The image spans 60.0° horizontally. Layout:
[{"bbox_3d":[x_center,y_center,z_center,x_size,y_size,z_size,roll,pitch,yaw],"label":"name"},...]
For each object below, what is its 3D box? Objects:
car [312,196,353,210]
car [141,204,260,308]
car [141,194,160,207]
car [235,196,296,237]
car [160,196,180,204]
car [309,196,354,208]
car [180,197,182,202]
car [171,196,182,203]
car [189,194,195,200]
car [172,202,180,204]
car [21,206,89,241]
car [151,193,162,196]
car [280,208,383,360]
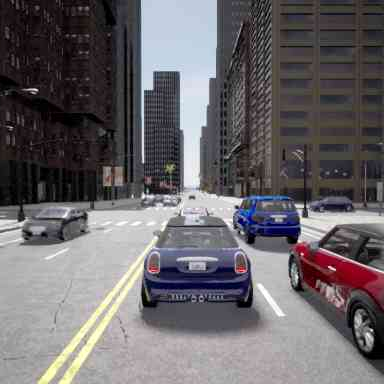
[{"bbox_3d":[16.678,1.323,39.578,4.097,1.590,1.967,0,1,0],"label":"car"},{"bbox_3d":[0.095,1.348,8.084,2.097,1.767,4.553,0,0,0],"label":"car"},{"bbox_3d":[-6.595,1.456,50.884,2.128,1.511,4.902,0,0,0],"label":"car"},{"bbox_3d":[3.352,1.211,15.835,2.150,2.045,5.566,0,0,-2],"label":"car"},{"bbox_3d":[-3.346,1.565,51.532,1.895,1.301,4.718,0,0,3],"label":"car"},{"bbox_3d":[15.352,1.277,36.877,4.553,1.767,2.097,0,1,-1],"label":"car"},{"bbox_3d":[-3.319,1.525,60.912,1.994,1.385,4.181,0,0,1],"label":"car"},{"bbox_3d":[-3.251,1.510,70.761,1.994,1.385,4.181,0,0,0],"label":"car"},{"bbox_3d":[-0.001,1.456,92.237,1.837,1.490,4.892,0,0,0],"label":"car"},{"bbox_3d":[0.093,1.480,17.023,2.128,1.511,4.902,0,0,0],"label":"car"},{"bbox_3d":[-6.600,1.480,16.576,2.128,1.511,4.902,0,0,0],"label":"car"},{"bbox_3d":[-6.545,1.312,64.700,2.097,1.767,4.553,0,0,0],"label":"car"},{"bbox_3d":[3.345,1.349,6.125,2.097,1.767,4.553,0,0,0],"label":"car"}]
